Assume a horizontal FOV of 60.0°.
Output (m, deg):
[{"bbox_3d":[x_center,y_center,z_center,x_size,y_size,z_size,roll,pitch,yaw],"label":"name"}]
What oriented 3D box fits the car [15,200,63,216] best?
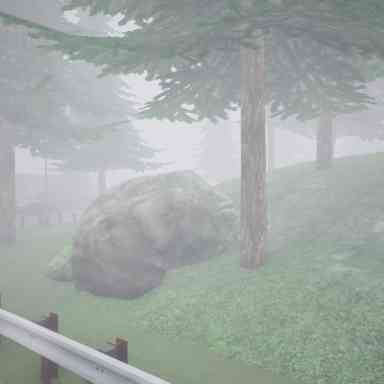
[{"bbox_3d":[-13.255,1.486,27.850,1.837,1.490,4.892,0,0,35],"label":"car"}]
